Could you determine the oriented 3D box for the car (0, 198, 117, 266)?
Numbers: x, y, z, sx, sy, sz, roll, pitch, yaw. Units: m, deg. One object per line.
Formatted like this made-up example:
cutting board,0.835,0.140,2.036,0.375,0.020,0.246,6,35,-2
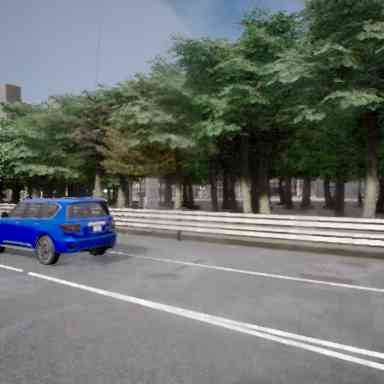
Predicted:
car,-5.115,1.223,11.830,5.566,2.045,2.150,0,0,35
